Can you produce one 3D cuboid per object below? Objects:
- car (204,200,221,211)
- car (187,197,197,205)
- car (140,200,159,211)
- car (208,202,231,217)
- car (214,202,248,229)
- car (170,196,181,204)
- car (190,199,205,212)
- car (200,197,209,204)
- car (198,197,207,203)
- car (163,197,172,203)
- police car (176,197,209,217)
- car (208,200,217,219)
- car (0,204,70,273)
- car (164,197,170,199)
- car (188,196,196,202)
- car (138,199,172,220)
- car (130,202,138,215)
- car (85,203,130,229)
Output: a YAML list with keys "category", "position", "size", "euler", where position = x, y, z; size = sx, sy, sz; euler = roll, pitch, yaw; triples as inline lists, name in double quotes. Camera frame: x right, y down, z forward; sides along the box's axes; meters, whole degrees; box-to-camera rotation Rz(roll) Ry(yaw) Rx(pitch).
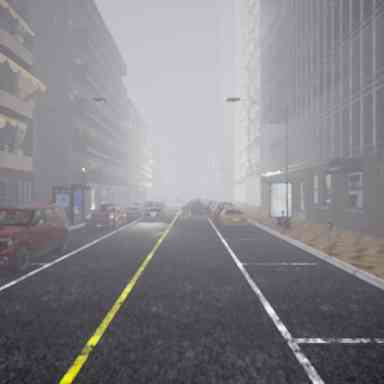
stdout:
- category: "car"
  position: [2.688, 1.768, 44.877]
  size: [1.947, 1.339, 4.313]
  euler: [0, 0, 0]
- category: "car"
  position: [-0.003, 1.794, 68.769]
  size: [1.812, 1.442, 4.674]
  euler: [0, 0, 0]
- category: "car"
  position: [-5.694, 1.768, 44.876]
  size: [1.947, 1.339, 4.313]
  euler: [0, 0, 0]
- category: "car"
  position: [2.688, 1.700, 33.580]
  size: [2.008, 1.369, 4.403]
  euler: [0, 0, 0]
- category: "car"
  position: [2.689, 1.625, 22.453]
  size: [1.752, 1.417, 4.829]
  euler: [0, 0, 0]
- category: "car"
  position: [-3.004, 1.652, 70.747]
  size: [1.882, 1.535, 5.008]
  euler: [0, 0, 0]
- category: "car"
  position: [0.779, 1.699, 43.109]
  size: [1.837, 1.490, 4.892]
  euler: [0, 0, 1]
- category: "car"
  position: [2.686, 1.889, 73.119]
  size: [1.887, 1.381, 4.507]
  euler: [0, 0, 0]
- category: "car"
  position: [2.685, 1.954, 84.416]
  size: [2.008, 1.369, 4.403]
  euler: [0, 0, 0]
- category: "car"
  position: [-5.695, 1.955, 78.767]
  size: [1.802, 1.307, 4.206]
  euler: [0, 0, 0]
- category: "police car"
  position: [0.246, 1.572, 33.078]
  size: [1.930, 1.638, 5.238]
  euler: [0, 0, -18]
- category: "car"
  position: [2.689, 1.564, 27.931]
  size: [1.967, 1.590, 4.097]
  euler: [0, 0, 0]
- category: "car"
  position: [-5.692, 1.364, 10.986]
  size: [2.192, 1.841, 5.009]
  euler: [0, 0, 0]
- category: "car"
  position: [-5.695, 1.784, 73.119]
  size: [1.967, 1.590, 4.097]
  euler: [0, 0, 0]
- category: "car"
  position: [-0.004, 1.742, 84.497]
  size: [1.812, 1.442, 4.674]
  euler: [0, 0, 0]
- category: "car"
  position: [-3.100, 1.621, 29.221]
  size: [2.128, 1.511, 4.902]
  euler: [0, 0, 0]
- category: "car"
  position: [-5.693, 1.700, 33.579]
  size: [2.008, 1.369, 4.403]
  euler: [0, 0, 0]
- category: "car"
  position: [-5.692, 1.538, 22.283]
  size: [1.967, 1.590, 4.097]
  euler: [0, 0, 0]
